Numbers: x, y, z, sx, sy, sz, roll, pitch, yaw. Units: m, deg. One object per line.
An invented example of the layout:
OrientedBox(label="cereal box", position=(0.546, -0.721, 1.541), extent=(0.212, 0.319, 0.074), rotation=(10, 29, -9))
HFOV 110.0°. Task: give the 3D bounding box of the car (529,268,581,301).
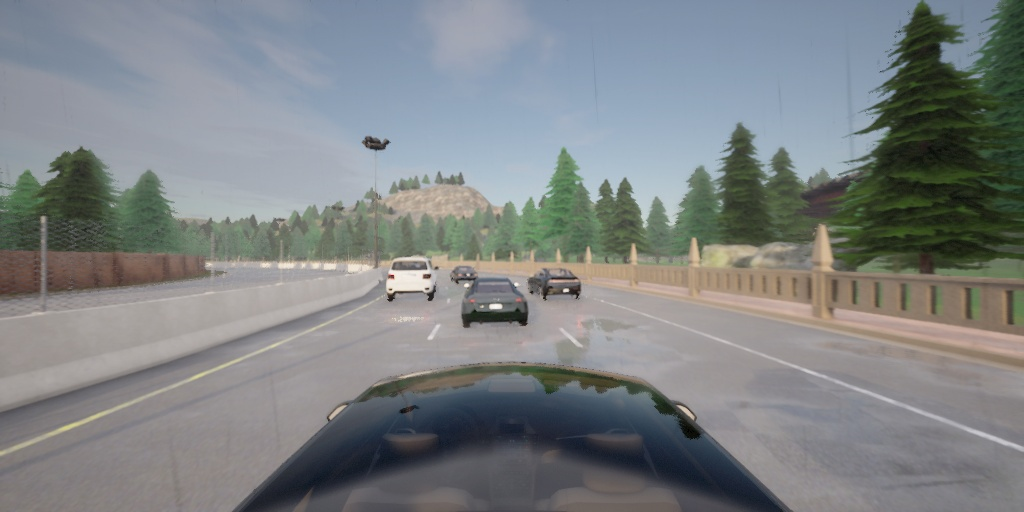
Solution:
OrientedBox(label="car", position=(2.030, 1.351, 18.368), extent=(2.128, 1.511, 4.902), rotation=(0, 0, -9))

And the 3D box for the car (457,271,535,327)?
OrientedBox(label="car", position=(-0.649, 1.390, 11.962), extent=(1.994, 1.385, 4.181), rotation=(0, 0, -6))

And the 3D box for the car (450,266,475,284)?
OrientedBox(label="car", position=(-4.038, 1.517, 29.888), extent=(2.033, 1.411, 5.357), rotation=(0, 0, -16))

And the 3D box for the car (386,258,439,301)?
OrientedBox(label="car", position=(-5.075, 1.116, 18.724), extent=(2.150, 2.045, 5.566), rotation=(0, 0, -10))
